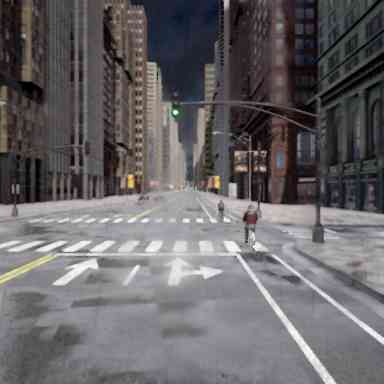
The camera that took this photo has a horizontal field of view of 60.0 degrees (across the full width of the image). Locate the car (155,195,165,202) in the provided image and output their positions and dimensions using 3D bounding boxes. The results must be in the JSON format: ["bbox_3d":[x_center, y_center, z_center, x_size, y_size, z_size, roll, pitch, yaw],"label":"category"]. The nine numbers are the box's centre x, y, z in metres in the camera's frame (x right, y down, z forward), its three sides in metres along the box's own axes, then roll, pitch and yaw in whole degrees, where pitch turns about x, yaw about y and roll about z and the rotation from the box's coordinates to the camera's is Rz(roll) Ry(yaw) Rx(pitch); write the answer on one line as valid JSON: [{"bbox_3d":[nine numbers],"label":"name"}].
[{"bbox_3d":[-6.526,1.226,68.102,2.033,1.411,5.357,0,0,0],"label":"car"}]

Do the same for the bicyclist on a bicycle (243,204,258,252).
[{"bbox_3d":[2.242,1.354,12.894,0.659,1.776,1.843,0,0,0],"label":"bicyclist on a bicycle"}]

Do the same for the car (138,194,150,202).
[{"bbox_3d":[-9.776,1.151,68.100,1.994,1.385,4.181,0,0,0],"label":"car"}]

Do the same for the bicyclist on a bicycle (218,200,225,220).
[{"bbox_3d":[2.246,1.420,25.495,0.582,1.620,1.656,0,0,0],"label":"bicyclist on a bicycle"}]
